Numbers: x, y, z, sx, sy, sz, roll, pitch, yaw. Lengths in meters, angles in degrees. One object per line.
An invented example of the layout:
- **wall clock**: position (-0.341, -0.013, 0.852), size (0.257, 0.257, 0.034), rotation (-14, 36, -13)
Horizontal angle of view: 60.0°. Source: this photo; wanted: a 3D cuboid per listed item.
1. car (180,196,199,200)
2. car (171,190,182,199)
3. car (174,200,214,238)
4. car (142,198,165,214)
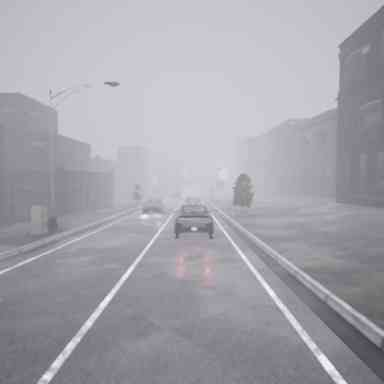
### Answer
- **car**: position (0.084, 1.256, 35.942), size (2.033, 1.411, 5.357), rotation (0, 1, 0)
- **car**: position (-3.457, 0.553, 74.261), size (2.150, 2.045, 5.566), rotation (0, 0, 0)
- **car**: position (0.098, 1.397, 17.142), size (2.128, 1.511, 4.902), rotation (0, 0, 0)
- **car**: position (-3.594, 1.297, 32.108), size (2.033, 1.411, 5.357), rotation (0, 1, 0)
